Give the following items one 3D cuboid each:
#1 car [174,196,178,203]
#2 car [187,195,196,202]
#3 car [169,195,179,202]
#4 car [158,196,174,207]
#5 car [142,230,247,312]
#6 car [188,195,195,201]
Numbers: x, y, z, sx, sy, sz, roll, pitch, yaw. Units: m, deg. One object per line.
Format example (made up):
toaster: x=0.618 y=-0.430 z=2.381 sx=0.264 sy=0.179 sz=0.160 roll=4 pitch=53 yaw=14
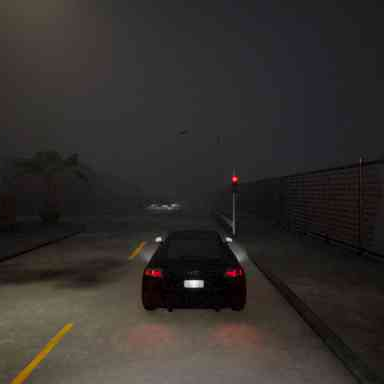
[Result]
car: x=-4.212 y=1.489 z=63.862 sx=2.128 sy=1.511 sz=4.902 roll=0 pitch=0 yaw=0
car: x=-0.192 y=1.521 z=75.515 sx=1.812 sy=1.442 sz=4.674 roll=0 pitch=0 yaw=0
car: x=-4.196 y=1.530 z=76.807 sx=2.033 sy=1.411 sz=5.357 roll=0 pitch=0 yaw=0
car: x=-4.224 y=1.476 z=51.816 sx=1.882 sy=1.535 sz=5.008 roll=0 pitch=0 yaw=0
car: x=0.044 y=1.564 z=7.785 sx=1.994 sy=1.385 sz=4.181 roll=0 pitch=0 yaw=0
car: x=-0.220 y=1.521 z=85.755 sx=1.812 sy=1.442 sz=4.674 roll=0 pitch=0 yaw=0
